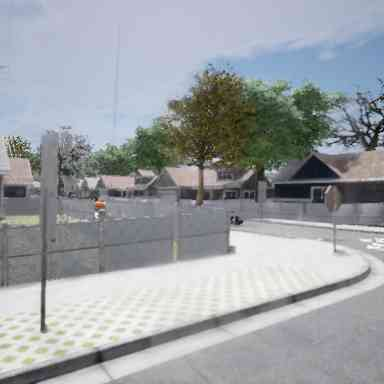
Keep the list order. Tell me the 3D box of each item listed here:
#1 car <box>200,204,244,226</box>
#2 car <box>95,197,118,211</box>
[{"bbox_3d":[1.455,1.501,21.930,1.994,1.385,4.181,2,-1,-35],"label":"car"},{"bbox_3d":[-9.209,1.329,37.145,2.097,1.767,4.553,2,-1,-34],"label":"car"}]
